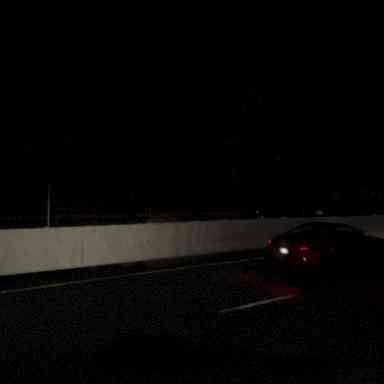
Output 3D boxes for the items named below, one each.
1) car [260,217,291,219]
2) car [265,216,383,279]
[{"bbox_3d":[7.693,1.749,27.753,4.718,1.301,1.895,1,0,-23],"label":"car"},{"bbox_3d":[4.297,1.633,10.260,4.181,1.385,1.994,1,0,-30],"label":"car"}]
